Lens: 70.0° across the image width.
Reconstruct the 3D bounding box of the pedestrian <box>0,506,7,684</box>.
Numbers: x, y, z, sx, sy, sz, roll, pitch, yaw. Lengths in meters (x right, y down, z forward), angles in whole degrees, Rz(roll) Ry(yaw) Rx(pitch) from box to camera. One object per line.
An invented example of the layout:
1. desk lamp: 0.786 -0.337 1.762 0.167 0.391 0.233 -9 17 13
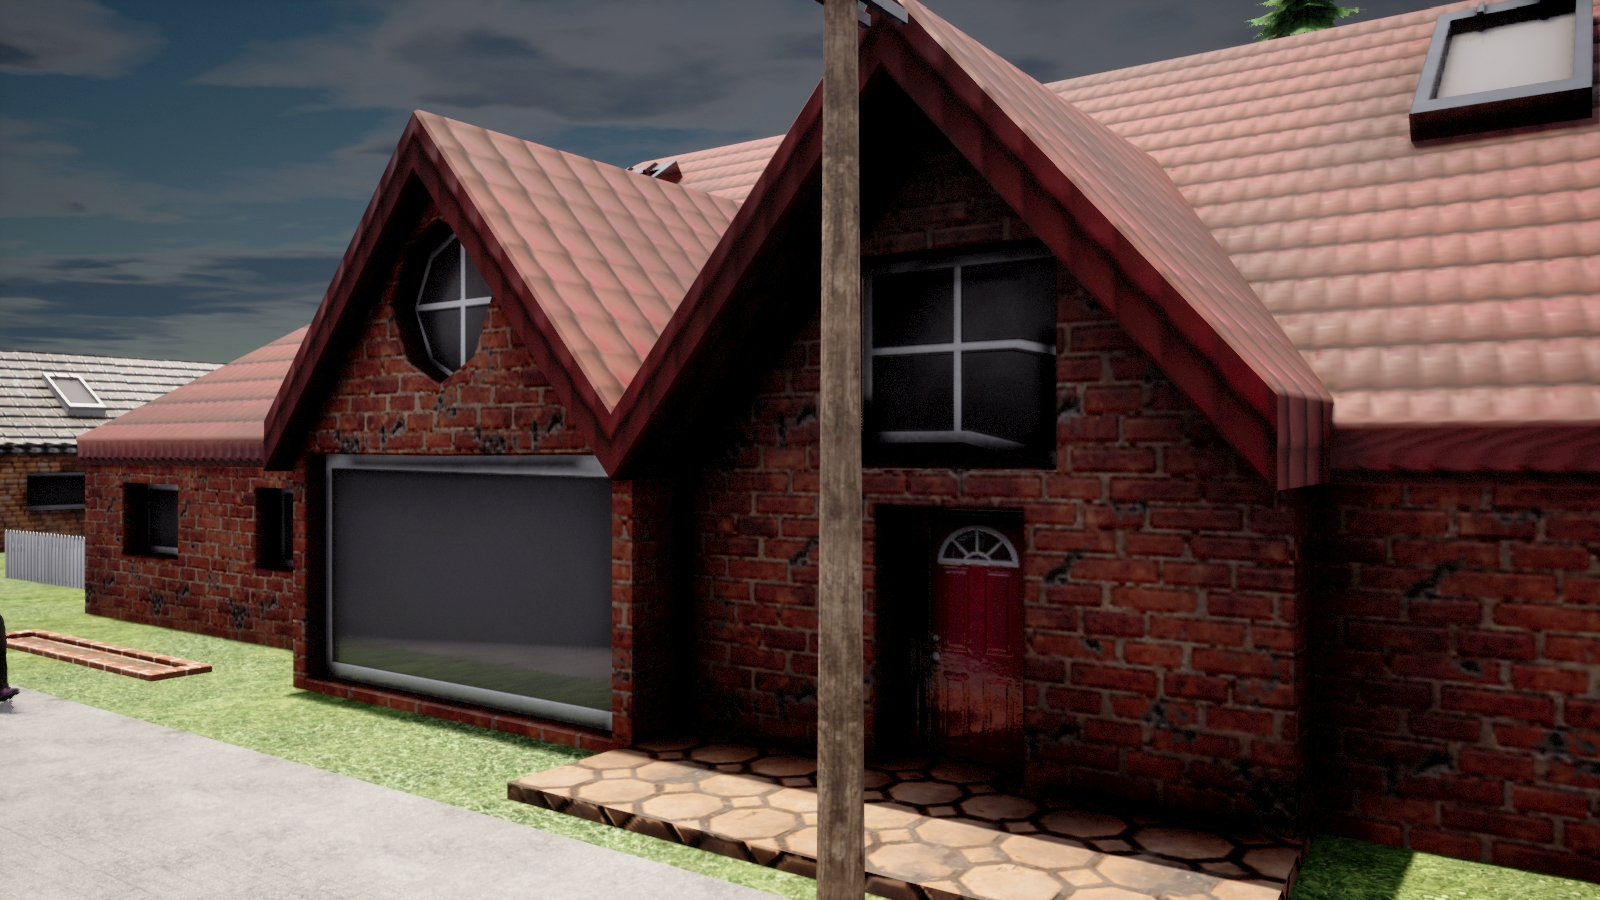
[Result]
1. pedestrian: -8.618 1.524 11.993 0.375 1.860 0.375 0 0 33
